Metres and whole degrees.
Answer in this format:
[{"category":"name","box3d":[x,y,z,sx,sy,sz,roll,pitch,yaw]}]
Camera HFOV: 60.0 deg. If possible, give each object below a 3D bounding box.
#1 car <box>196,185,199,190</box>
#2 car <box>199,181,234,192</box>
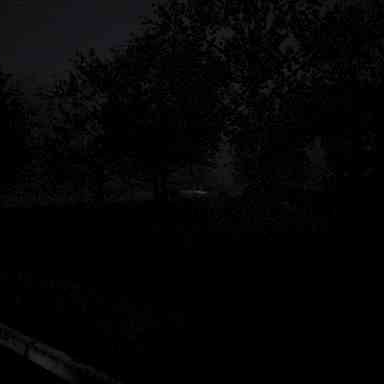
[{"category":"car","box3d":[2.944,-1.112,58.459,4.553,1.767,2.097,-2,3,-25]},{"category":"car","box3d":[4.395,-0.762,55.287,5.357,1.411,2.033,-2,3,-25]}]
